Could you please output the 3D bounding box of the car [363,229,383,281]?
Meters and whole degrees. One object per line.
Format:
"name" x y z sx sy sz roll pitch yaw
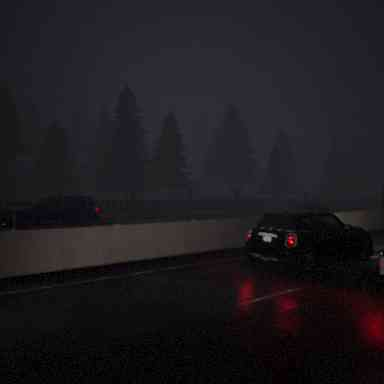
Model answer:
"car" 6.461 1.558 8.343 4.674 1.442 1.812 0 0 -35

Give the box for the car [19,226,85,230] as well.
"car" -8.275 1.235 19.583 5.566 2.045 2.150 0 0 -35

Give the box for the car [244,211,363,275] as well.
"car" 3.893 1.382 10.808 4.553 1.767 2.097 0 0 -36
